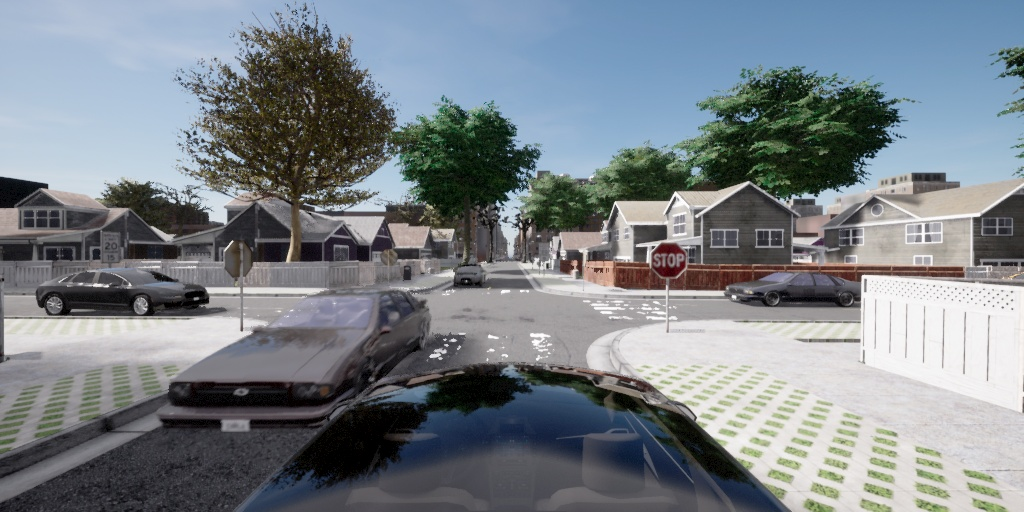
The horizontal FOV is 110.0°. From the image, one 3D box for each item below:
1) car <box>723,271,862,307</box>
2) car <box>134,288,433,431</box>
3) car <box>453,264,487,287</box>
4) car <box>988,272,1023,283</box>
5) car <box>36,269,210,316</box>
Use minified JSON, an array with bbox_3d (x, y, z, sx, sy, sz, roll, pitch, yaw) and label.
[{"bbox_3d":[12.154,1.372,15.323,5.357,1.411,2.033,0,0,0],"label":"car"},{"bbox_3d":[-2.753,1.299,6.232,2.033,1.411,5.357,0,0,0],"label":"car"},{"bbox_3d":[-2.774,1.301,24.178,1.837,1.490,4.892,0,0,0],"label":"car"},{"bbox_3d":[22.995,1.368,15.332,5.008,1.535,1.882,1,0,0],"label":"car"},{"bbox_3d":[-13.174,1.193,12.289,4.892,1.490,1.837,0,0,2],"label":"car"}]
